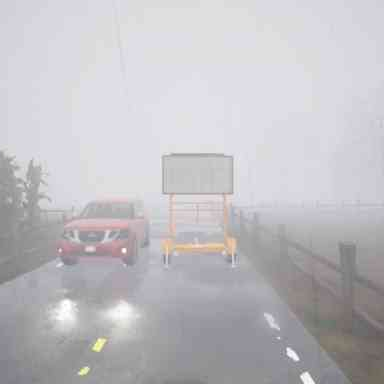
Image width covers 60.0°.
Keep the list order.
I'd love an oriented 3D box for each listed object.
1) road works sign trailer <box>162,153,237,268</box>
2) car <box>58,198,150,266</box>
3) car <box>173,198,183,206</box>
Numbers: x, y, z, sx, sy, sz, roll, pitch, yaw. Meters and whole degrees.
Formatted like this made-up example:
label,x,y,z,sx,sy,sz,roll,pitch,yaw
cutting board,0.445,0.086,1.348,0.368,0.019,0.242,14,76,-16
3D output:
label,x,y,z,sx,sy,sz,roll,pitch,yaw
road works sign trailer,0.189,0.485,11.375,2.380,3.560,2.880,0,0,-2
car,-2.836,1.245,12.035,2.150,2.045,5.566,0,0,0
car,-2.661,1.901,65.878,2.128,1.511,4.902,0,0,0
